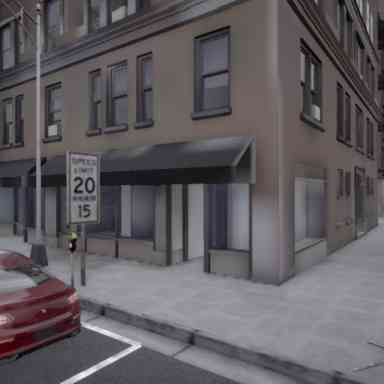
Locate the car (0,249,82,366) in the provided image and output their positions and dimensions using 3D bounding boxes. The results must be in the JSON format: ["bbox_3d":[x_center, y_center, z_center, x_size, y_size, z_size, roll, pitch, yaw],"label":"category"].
[{"bbox_3d":[-3.476,1.583,5.289,4.206,1.307,1.802,0,0,36],"label":"car"}]
